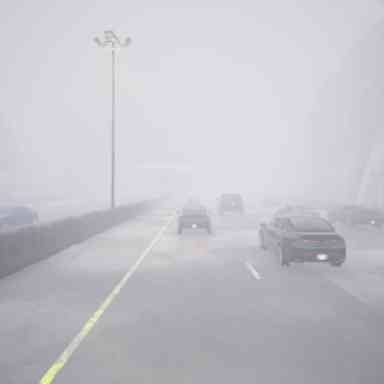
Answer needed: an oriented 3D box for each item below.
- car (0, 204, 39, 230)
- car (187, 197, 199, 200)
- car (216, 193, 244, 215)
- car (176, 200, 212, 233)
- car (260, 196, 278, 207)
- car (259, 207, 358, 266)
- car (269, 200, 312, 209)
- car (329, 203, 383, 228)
[{"bbox_3d":[-10.472,1.468,18.698,1.882,1.535,5.008,0,0,0],"label":"car"},{"bbox_3d":[0.172,1.328,43.536,2.033,1.411,5.357,0,1,0],"label":"car"},{"bbox_3d":[3.652,1.133,32.455,2.150,2.045,5.566,0,1,0],"label":"car"},{"bbox_3d":[0.129,1.500,19.765,1.837,1.490,4.892,0,1,0],"label":"car"},{"bbox_3d":[10.675,1.309,45.518,2.033,1.411,5.357,0,1,0],"label":"car"},{"bbox_3d":[3.616,1.530,11.654,1.837,1.490,4.892,0,1,0],"label":"car"},{"bbox_3d":[7.134,1.531,22.894,2.033,1.411,5.357,0,0,0],"label":"car"},{"bbox_3d":[10.633,1.498,21.964,1.837,1.490,4.892,0,1,0],"label":"car"}]
